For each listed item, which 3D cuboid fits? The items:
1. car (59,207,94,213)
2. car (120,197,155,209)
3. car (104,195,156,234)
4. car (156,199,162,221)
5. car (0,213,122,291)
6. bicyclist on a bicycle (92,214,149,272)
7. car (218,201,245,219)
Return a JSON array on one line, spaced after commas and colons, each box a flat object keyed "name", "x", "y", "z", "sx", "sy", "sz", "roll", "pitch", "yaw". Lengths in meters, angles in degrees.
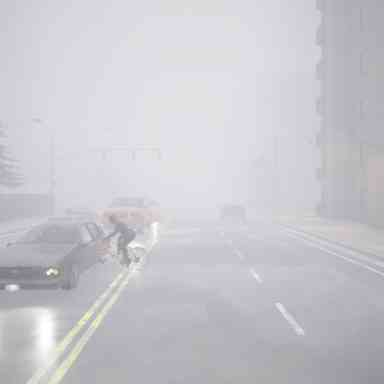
[{"name": "car", "x": -7.161, "y": 1.601, "z": 20.175, "sx": 1.895, "sy": 1.301, "sz": 4.718, "roll": 0, "pitch": 0, "yaw": 0}, {"name": "car", "x": -7.538, "y": 1.478, "z": 45.801, "sx": 5.008, "sy": 1.535, "sz": 1.882, "roll": 0, "pitch": 0, "yaw": 38}, {"name": "car", "x": -3.664, "y": 1.221, "z": 19.565, "sx": 2.150, "sy": 2.045, "sz": 5.566, "roll": 0, "pitch": 0, "yaw": 0}, {"name": "car", "x": -3.635, "y": 1.352, "z": 27.381, "sx": 2.097, "sy": 1.767, "sz": 4.553, "roll": 0, "pitch": 0, "yaw": 0}, {"name": "car", "x": -3.634, "y": 1.548, "z": 9.383, "sx": 2.033, "sy": 1.411, "sz": 5.357, "roll": 0, "pitch": 0, "yaw": 0}, {"name": "bicyclist on a bicycle", "x": -2.051, "y": 1.455, "z": 9.359, "sx": 1.656, "sy": 1.620, "sz": 0.582, "roll": -2, "pitch": 0, "yaw": 0}, {"name": "car", "x": 3.358, "y": 1.478, "z": 28.811, "sx": 1.882, "sy": 1.535, "sz": 5.008, "roll": 0, "pitch": 0, "yaw": 0}]
